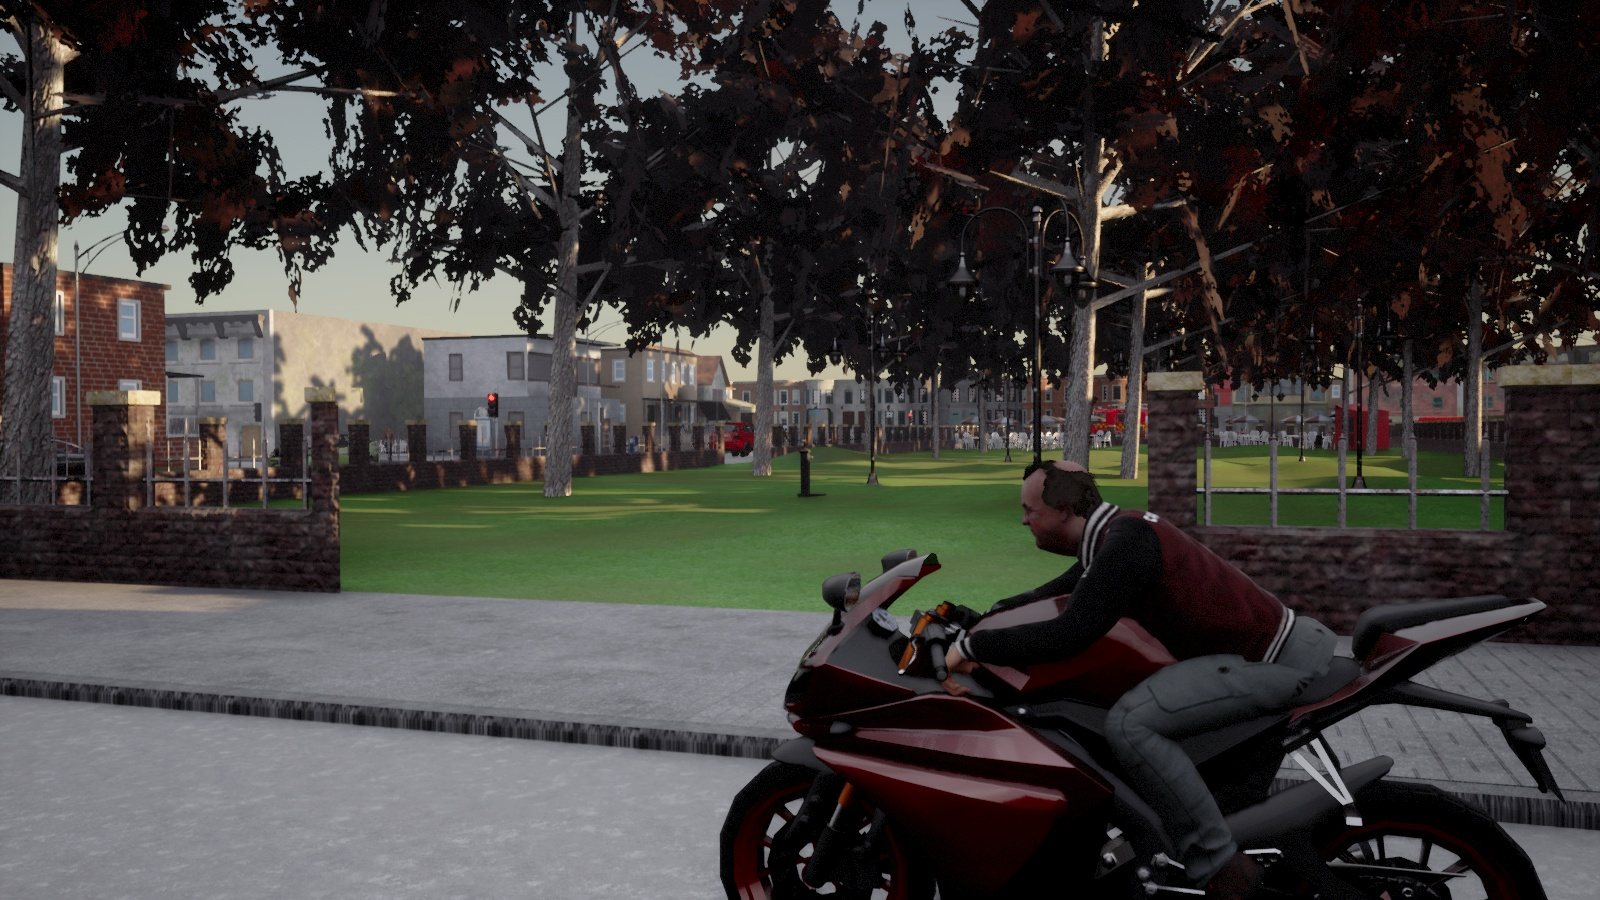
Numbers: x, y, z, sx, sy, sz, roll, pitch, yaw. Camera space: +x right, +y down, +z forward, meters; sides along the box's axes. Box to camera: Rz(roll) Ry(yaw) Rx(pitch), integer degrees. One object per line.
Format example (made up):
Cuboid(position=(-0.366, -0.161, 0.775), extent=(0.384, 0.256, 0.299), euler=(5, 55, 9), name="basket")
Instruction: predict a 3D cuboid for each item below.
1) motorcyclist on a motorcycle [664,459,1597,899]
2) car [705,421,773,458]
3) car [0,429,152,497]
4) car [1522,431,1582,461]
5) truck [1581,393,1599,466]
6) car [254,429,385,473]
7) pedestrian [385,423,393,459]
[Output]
Cuboid(position=(0.809, 0.810, 3.471), extent=(2.191, 1.530, 0.866), euler=(0, 1, 18), name="motorcyclist on a motorcycle")
Cuboid(position=(-3.524, -0.638, 74.025), extent=(2.150, 2.045, 5.566), euler=(0, 1, 18), name="car")
Cuboid(position=(-18.281, 0.249, 30.030), extent=(2.128, 1.511, 4.902), euler=(0, 1, 17), name="car")
Cuboid(position=(44.169, -0.270, 73.869), extent=(2.033, 1.649, 4.856), euler=(0, 1, 18), name="car")
Cuboid(position=(38.907, -0.950, 58.127), extent=(2.891, 3.462, 7.936), euler=(0, 1, 18), name="truck")
Cuboid(position=(-17.308, -0.003, 45.500), extent=(2.007, 1.525, 4.514), euler=(0, 1, 18), name="car")
Cuboid(position=(-20.933, -0.476, 63.981), extent=(0.328, 1.805, 0.869), euler=(0, 1, -14), name="pedestrian")
